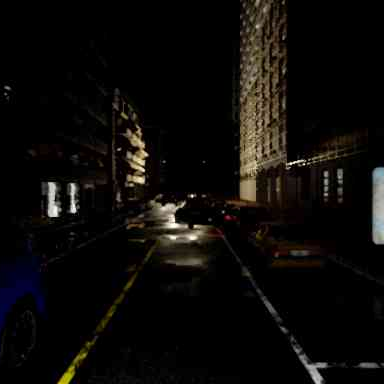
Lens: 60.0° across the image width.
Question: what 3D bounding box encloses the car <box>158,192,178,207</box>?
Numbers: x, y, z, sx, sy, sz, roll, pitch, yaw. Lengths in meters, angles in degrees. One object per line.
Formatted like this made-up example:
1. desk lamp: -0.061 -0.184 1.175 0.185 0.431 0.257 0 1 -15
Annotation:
1. car: -3.085 1.023 46.808 2.150 2.045 5.566 0 0 0

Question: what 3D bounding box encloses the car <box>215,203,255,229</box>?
1. car: 2.688 1.453 21.727 2.008 1.369 4.403 0 0 0

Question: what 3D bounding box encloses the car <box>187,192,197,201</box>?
1. car: -0.007 0.925 73.083 2.097 1.767 4.553 0 0 0

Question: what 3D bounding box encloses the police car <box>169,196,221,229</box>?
1. police car: 0.246 1.329 21.223 1.930 1.638 5.238 0 0 -18

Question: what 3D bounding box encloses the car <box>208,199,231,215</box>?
1. car: 2.687 1.420 33.023 1.947 1.339 4.313 0 0 0

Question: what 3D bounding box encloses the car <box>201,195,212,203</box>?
1. car: 2.683 1.289 61.265 1.887 1.381 4.507 0 0 0

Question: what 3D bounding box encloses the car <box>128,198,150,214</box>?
1. car: -5.694 1.420 33.022 1.947 1.339 4.313 0 0 0

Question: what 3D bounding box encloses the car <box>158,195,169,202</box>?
1. car: -5.698 1.304 66.913 1.802 1.307 4.206 0 0 0

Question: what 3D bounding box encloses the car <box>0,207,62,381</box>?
1. car: -3.097 1.209 2.516 2.150 2.045 5.566 0 0 0

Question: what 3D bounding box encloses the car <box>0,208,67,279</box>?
1. car: -5.691 1.392 10.428 1.967 1.590 4.097 0 0 0

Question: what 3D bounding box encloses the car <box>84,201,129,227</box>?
1. car: -5.692 1.452 21.725 2.008 1.369 4.403 0 0 0

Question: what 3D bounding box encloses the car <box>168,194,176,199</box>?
1. car: -5.701 1.174 95.156 2.008 1.369 4.403 0 0 0

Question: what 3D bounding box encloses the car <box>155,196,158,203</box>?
1. car: -5.697 1.183 61.264 1.967 1.590 4.097 0 0 0

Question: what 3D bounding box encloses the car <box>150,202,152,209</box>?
1. car: -5.694 1.357 38.501 1.752 1.417 4.829 0 0 0

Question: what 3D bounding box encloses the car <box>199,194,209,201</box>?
1. car: 2.682 1.253 72.563 2.008 1.369 4.403 0 0 0

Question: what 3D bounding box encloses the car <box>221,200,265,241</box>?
1. car: 2.689 1.367 16.077 1.967 1.590 4.097 0 0 0

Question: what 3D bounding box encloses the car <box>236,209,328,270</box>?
1. car: 2.690 1.477 10.599 1.752 1.417 4.829 0 0 0

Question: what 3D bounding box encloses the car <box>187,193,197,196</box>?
1. car: -0.005 1.252 56.926 2.128 1.511 4.902 0 0 0
